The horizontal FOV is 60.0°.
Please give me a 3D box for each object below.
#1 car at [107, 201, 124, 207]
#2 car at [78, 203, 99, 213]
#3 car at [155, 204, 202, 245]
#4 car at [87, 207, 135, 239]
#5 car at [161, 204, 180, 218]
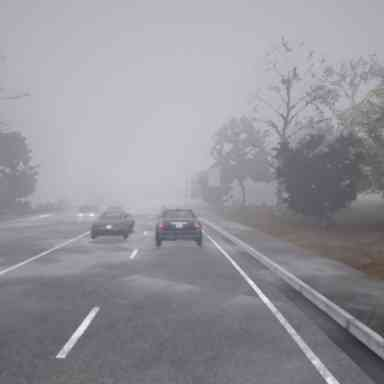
[{"bbox_3d":[-10.586,2.006,46.305,1.882,1.535,5.008,0,-1,-5],"label":"car"},{"bbox_3d":[-14.005,2.120,45.215,1.895,1.301,4.718,0,-1,-5],"label":"car"},{"bbox_3d":[-0.703,1.523,16.599,2.097,1.767,4.553,0,-1,-4],"label":"car"},{"bbox_3d":[-4.384,1.764,18.889,1.994,1.385,4.181,0,-1,-4],"label":"car"},{"bbox_3d":[-2.309,1.968,35.115,1.895,1.301,4.718,0,-1,-5],"label":"car"}]
